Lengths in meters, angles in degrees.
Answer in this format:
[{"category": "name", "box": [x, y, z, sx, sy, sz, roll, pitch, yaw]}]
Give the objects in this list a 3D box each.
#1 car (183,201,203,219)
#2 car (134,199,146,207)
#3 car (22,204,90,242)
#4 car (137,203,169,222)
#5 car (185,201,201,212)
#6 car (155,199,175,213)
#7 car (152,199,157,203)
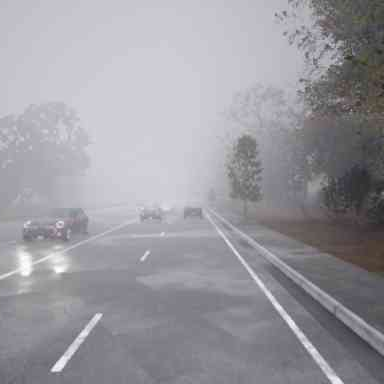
[{"category": "car", "box": [0.089, 1.855, 33.256, 1.882, 1.535, 5.008, 0, -1, 0]}, {"category": "car", "box": [-10.521, 2.232, 67.443, 1.882, 1.535, 5.008, 0, 0, 0]}, {"category": "car", "box": [-7.006, 1.553, 17.605, 2.097, 1.767, 4.553, 0, -1, 0]}, {"category": "car", "box": [-3.498, 1.944, 30.261, 1.895, 1.301, 4.718, 0, -1, 0]}, {"category": "car", "box": [0.087, 2.030, 47.425, 2.128, 1.511, 4.902, 0, -1, 0]}, {"category": "car", "box": [-3.460, 2.033, 44.711, 1.812, 1.442, 4.674, 0, 0, 1]}, {"category": "car", "box": [-7.022, 2.233, 67.520, 1.882, 1.535, 5.008, 0, 0, 0]}]
